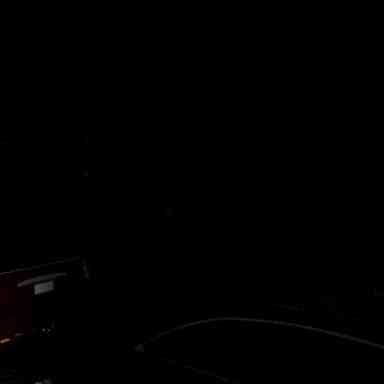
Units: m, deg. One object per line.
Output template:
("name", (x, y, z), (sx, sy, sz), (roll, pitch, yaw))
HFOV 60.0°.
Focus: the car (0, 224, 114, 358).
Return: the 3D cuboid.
("car", (-3.829, 1.367, 5.877), (4.553, 1.767, 2.185), (0, 0, 34))
